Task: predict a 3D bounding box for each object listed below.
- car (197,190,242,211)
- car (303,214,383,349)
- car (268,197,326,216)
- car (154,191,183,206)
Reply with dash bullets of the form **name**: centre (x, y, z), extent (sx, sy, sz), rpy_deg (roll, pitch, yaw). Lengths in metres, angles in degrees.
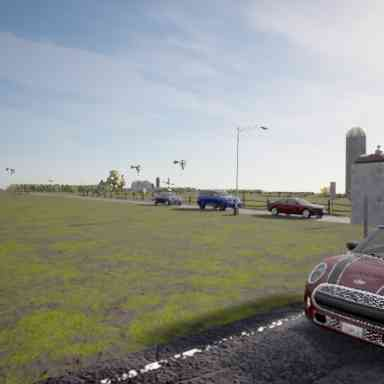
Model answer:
- **car**: centre (2.776, 0.833, 35.186), extent (2.150, 2.045, 5.566), rpy_deg (1, 0, -36)
- **car**: centre (4.083, 1.353, 6.008), extent (4.553, 1.767, 2.097), rpy_deg (0, 0, -36)
- **car**: centre (8.526, 1.229, 27.275), extent (1.882, 1.535, 5.008), rpy_deg (1, 0, -36)
- **car**: centre (-3.126, 0.822, 43.304), extent (2.097, 1.767, 4.553), rpy_deg (1, 0, -36)
